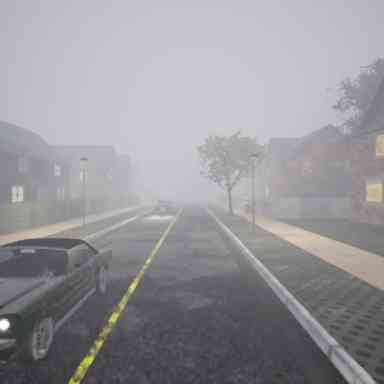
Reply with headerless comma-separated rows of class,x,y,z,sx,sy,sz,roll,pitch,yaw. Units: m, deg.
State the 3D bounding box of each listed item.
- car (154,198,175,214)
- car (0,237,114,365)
car,-2.768,1.425,34.129,2.128,1.511,4.902,0,0,0
car,-2.847,1.576,5.899,1.895,1.301,4.718,0,0,0
